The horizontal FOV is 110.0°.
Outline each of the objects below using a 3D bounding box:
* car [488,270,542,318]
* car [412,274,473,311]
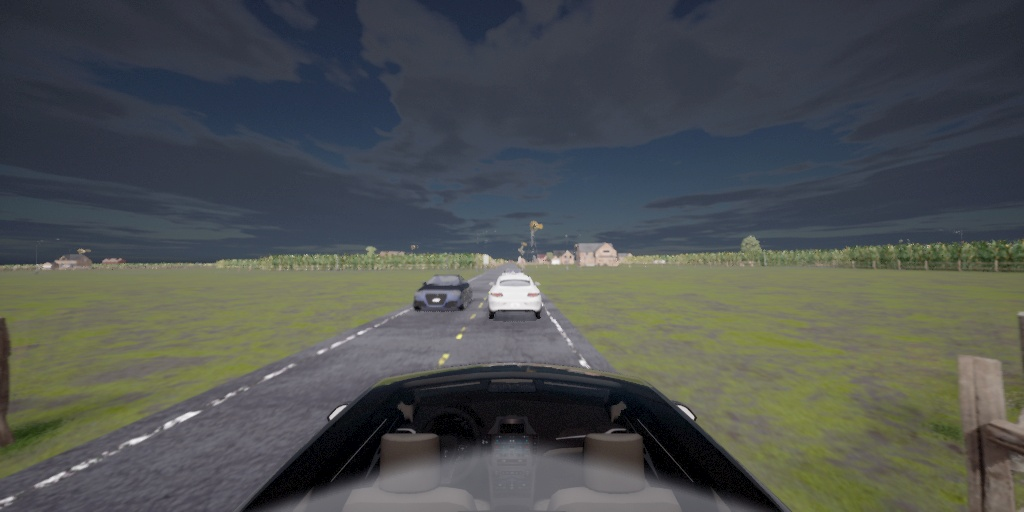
[{"bbox_3d":[0.102,1.428,13.742,1.812,1.442,4.674,0,-1,0],"label":"car"},{"bbox_3d":[-2.839,1.488,15.433,1.994,1.385,4.181,0,-1,0],"label":"car"}]
